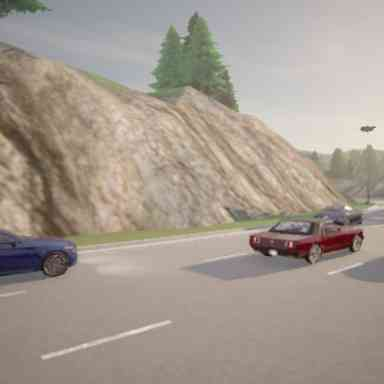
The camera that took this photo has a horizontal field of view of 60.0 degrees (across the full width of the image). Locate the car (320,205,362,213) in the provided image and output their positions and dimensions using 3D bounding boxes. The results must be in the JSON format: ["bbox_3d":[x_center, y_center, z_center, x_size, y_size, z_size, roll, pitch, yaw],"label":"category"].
[{"bbox_3d":[9.538,1.493,21.435,1.994,1.385,4.181,0,0,45],"label":"car"}]

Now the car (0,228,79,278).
[{"bbox_3d":[-5.385,1.566,8.604,4.674,1.442,1.812,0,0,-36],"label":"car"}]

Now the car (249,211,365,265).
[{"bbox_3d":[4.210,1.571,11.693,4.718,1.301,1.895,0,0,-40],"label":"car"}]
